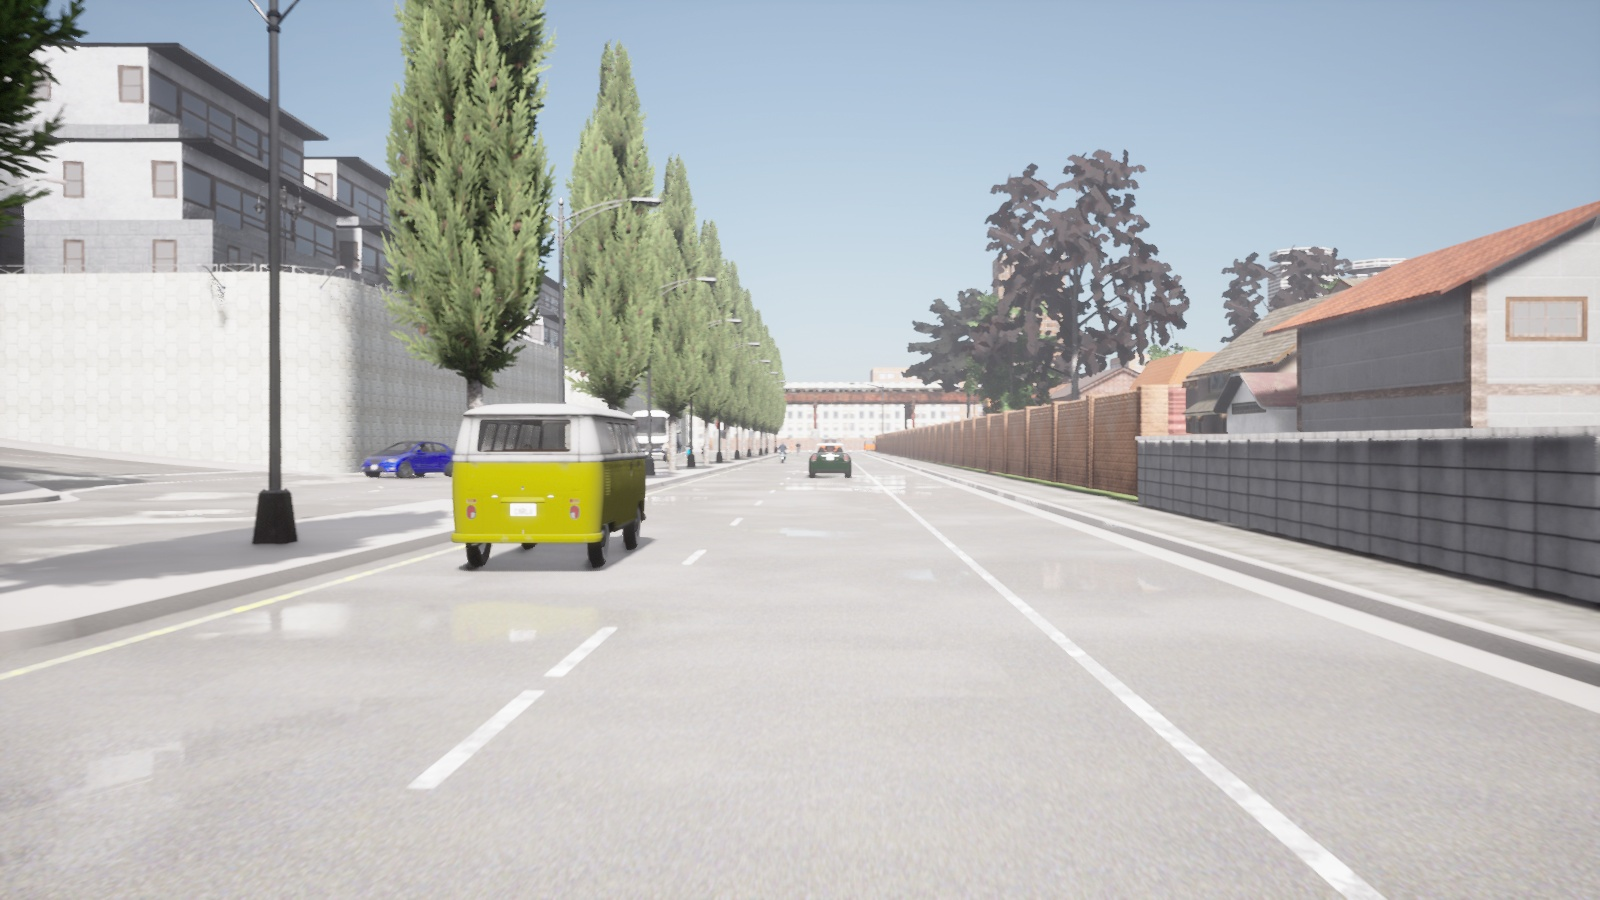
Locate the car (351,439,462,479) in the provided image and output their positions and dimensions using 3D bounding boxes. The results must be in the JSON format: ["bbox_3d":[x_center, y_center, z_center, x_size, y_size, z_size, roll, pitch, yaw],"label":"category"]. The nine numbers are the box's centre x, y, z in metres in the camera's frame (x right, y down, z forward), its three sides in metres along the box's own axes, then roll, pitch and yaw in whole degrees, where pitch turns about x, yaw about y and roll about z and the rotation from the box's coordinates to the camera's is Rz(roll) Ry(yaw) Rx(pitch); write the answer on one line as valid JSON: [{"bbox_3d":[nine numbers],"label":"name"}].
[{"bbox_3d":[-15.301,0.334,49.035,1.816,1.474,4.193,1,1,23],"label":"car"}]

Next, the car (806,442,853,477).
[{"bbox_3d":[1.291,0.403,54.990,1.970,1.475,3.806,0,0,1],"label":"car"}]

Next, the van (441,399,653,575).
[{"bbox_3d":[-3.126,0.404,16.415,1.775,1.987,4.442,0,0,1],"label":"van"}]
